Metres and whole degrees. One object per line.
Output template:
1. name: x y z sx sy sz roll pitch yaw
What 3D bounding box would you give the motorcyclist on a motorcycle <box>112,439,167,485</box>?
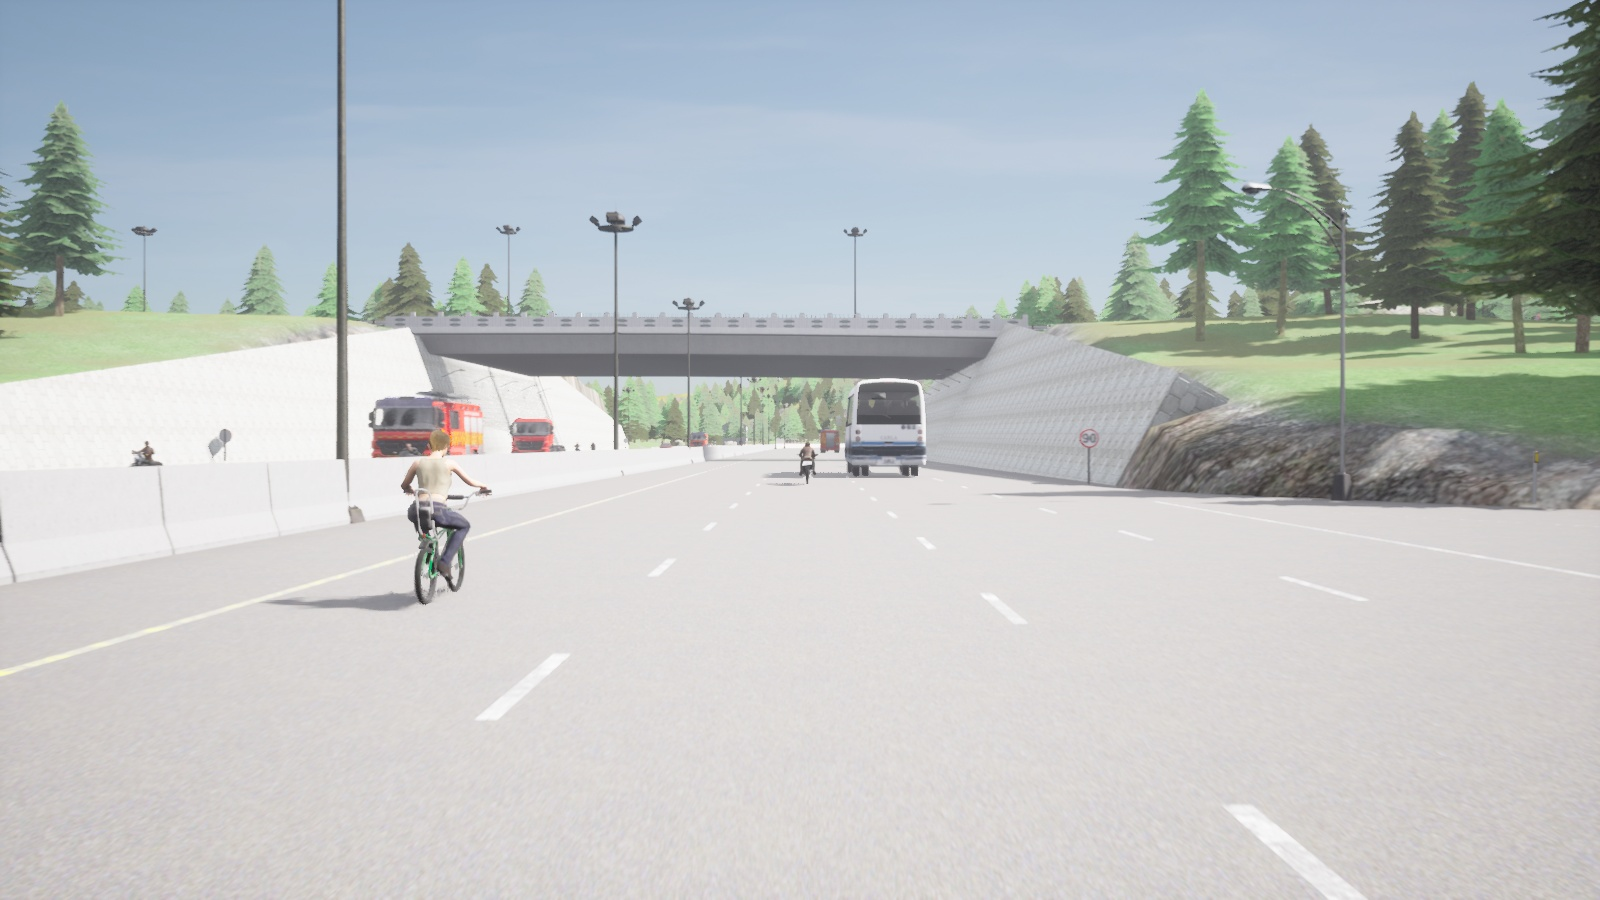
1. motorcyclist on a motorcycle: -24.223 0.417 46.127 0.766 1.649 2.350 0 1 0

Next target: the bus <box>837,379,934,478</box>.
1. bus: 3.855 -0.963 59.603 3.944 4.253 10.273 0 0 0

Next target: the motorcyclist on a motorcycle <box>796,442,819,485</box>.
1. motorcyclist on a motorcycle: 0.275 0.470 45.627 0.797 1.523 2.044 0 0 0

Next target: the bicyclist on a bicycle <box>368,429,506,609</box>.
1. bicyclist on a bicycle: -3.422 0.613 11.972 0.866 1.612 1.509 0 0 1

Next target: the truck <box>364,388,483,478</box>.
1. truck: -17.155 -0.758 57.888 2.891 3.827 8.468 0 0 0
